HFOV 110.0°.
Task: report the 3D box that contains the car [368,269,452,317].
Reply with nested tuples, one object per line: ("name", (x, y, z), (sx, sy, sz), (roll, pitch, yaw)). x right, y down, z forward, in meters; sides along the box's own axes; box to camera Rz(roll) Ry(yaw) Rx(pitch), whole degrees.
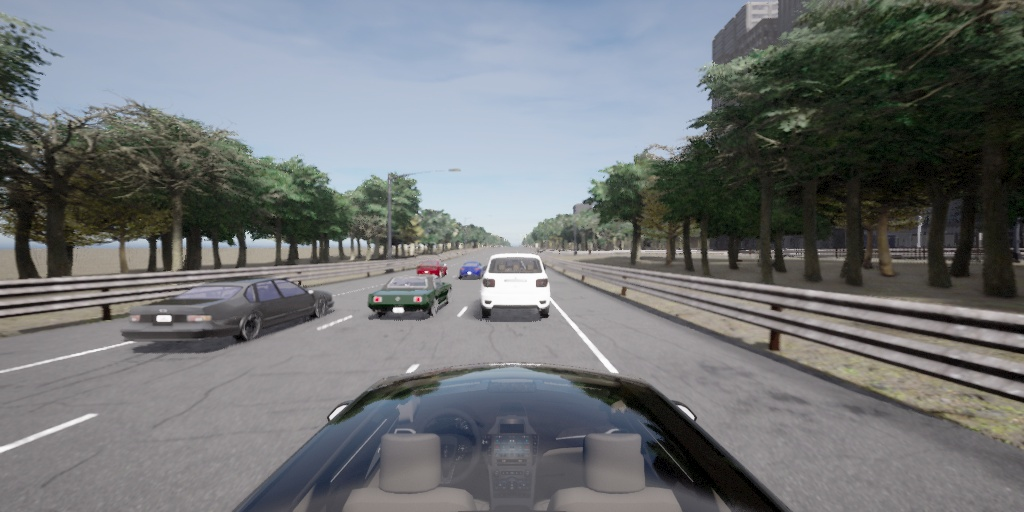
("car", (-3.398, 1.324, 12.970), (1.895, 1.301, 4.718), (0, 0, 0))

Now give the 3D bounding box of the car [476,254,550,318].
("car", (0.101, 0.944, 13.056), (2.150, 2.045, 5.566), (0, 0, 0))

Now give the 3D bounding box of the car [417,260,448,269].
("car", (-6.895, 1.111, 31.385), (1.882, 1.535, 5.008), (0, 1, 0))

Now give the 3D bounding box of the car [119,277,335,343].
("car", (-6.898, 1.280, 9.618), (2.033, 1.411, 5.357), (0, 0, 0))

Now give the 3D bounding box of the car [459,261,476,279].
("car", (-3.395, 1.165, 30.873), (1.812, 1.442, 4.674), (0, 1, 0))
